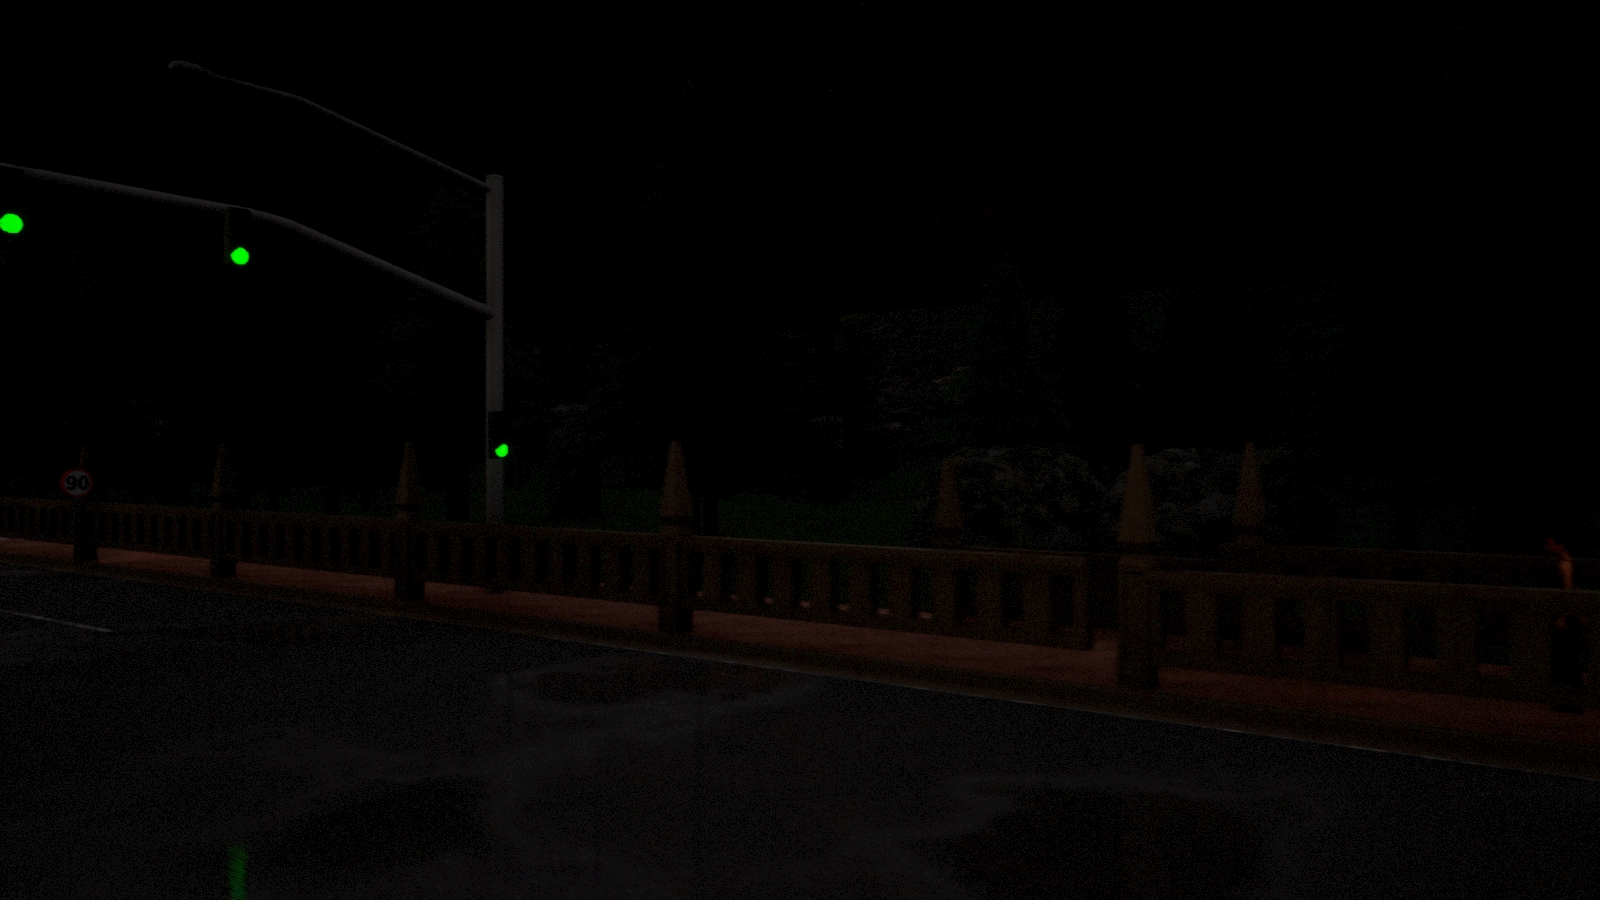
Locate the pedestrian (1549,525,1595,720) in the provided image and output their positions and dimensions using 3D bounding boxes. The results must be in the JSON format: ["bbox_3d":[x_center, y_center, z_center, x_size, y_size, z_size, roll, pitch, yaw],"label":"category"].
[{"bbox_3d":[7.692,1.694,11.378,0.375,1.860,0.375,0,0,35],"label":"pedestrian"}]
